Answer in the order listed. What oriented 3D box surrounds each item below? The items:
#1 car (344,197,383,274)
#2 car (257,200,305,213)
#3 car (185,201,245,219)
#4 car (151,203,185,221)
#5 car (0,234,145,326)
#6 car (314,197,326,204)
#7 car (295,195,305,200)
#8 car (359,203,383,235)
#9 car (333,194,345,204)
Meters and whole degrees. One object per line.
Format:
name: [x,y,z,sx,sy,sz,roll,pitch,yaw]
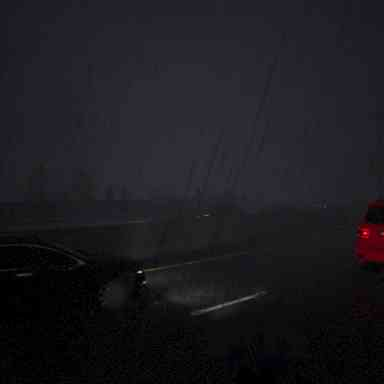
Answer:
car: [6.694,1.191,9.466,5.566,2.045,2.150,0,0,-42]
car: [6.403,1.532,24.284,1.994,1.385,4.181,0,0,42]
car: [2.044,1.492,24.707,1.837,1.490,4.892,0,0,43]
car: [-1.221,1.566,26.360,1.994,1.385,4.181,0,0,44]
car: [-3.192,1.519,5.941,4.892,1.490,1.837,0,0,-36]
car: [23.146,1.487,60.030,1.895,1.301,4.718,0,0,19]
car: [20.288,1.406,62.490,2.128,1.511,4.902,0,0,17]
car: [11.214,1.452,18.894,1.837,1.490,4.892,0,0,43]
car: [27.152,1.234,60.986,2.097,1.767,4.553,0,0,17]
